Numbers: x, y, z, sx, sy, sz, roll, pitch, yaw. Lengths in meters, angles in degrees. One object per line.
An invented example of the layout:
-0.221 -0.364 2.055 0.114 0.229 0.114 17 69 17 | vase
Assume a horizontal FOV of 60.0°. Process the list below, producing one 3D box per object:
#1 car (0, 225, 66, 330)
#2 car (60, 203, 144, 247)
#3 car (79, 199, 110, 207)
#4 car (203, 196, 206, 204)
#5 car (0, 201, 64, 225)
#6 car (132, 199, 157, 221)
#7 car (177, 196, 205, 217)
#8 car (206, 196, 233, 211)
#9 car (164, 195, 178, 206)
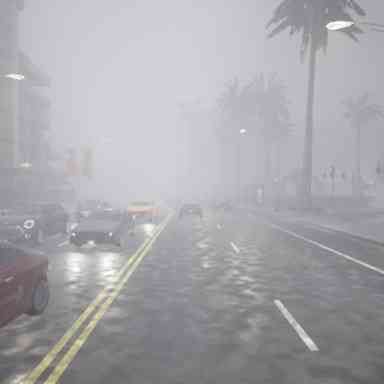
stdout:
-3.626 1.491 4.741 1.812 1.442 4.674 0 0 0 | car
-3.686 1.441 14.784 2.033 1.411 5.357 0 0 0 | car
-7.282 1.311 25.234 2.128 1.511 4.902 0 0 -1 | car
1.264 1.213 46.942 2.033 1.411 5.357 0 0 -14 | car
-7.189 1.244 14.939 2.097 1.767 4.553 0 0 0 | car
-3.766 1.297 25.235 1.882 1.535 5.008 0 0 0 | car
-0.116 1.323 28.368 1.812 1.442 4.674 0 0 -1 | car
3.011 1.345 35.927 1.895 1.301 4.718 0 0 -5 | car
-2.791 1.182 48.340 1.812 1.442 4.674 0 0 -16 | car
